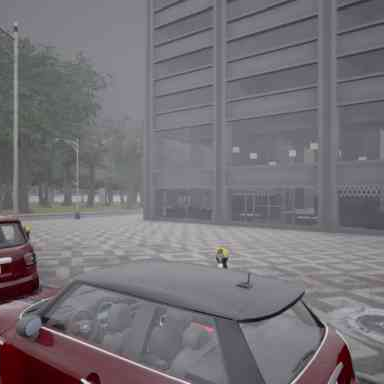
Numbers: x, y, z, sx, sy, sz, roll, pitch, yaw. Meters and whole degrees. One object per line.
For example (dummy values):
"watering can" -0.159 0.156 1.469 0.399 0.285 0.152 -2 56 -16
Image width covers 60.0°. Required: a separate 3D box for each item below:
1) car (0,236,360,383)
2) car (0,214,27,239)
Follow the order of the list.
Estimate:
"car" -0.614 1.440 3.398 4.097 1.590 1.967 0 0 35
"car" -5.043 1.315 6.552 5.009 1.841 2.192 0 0 35
